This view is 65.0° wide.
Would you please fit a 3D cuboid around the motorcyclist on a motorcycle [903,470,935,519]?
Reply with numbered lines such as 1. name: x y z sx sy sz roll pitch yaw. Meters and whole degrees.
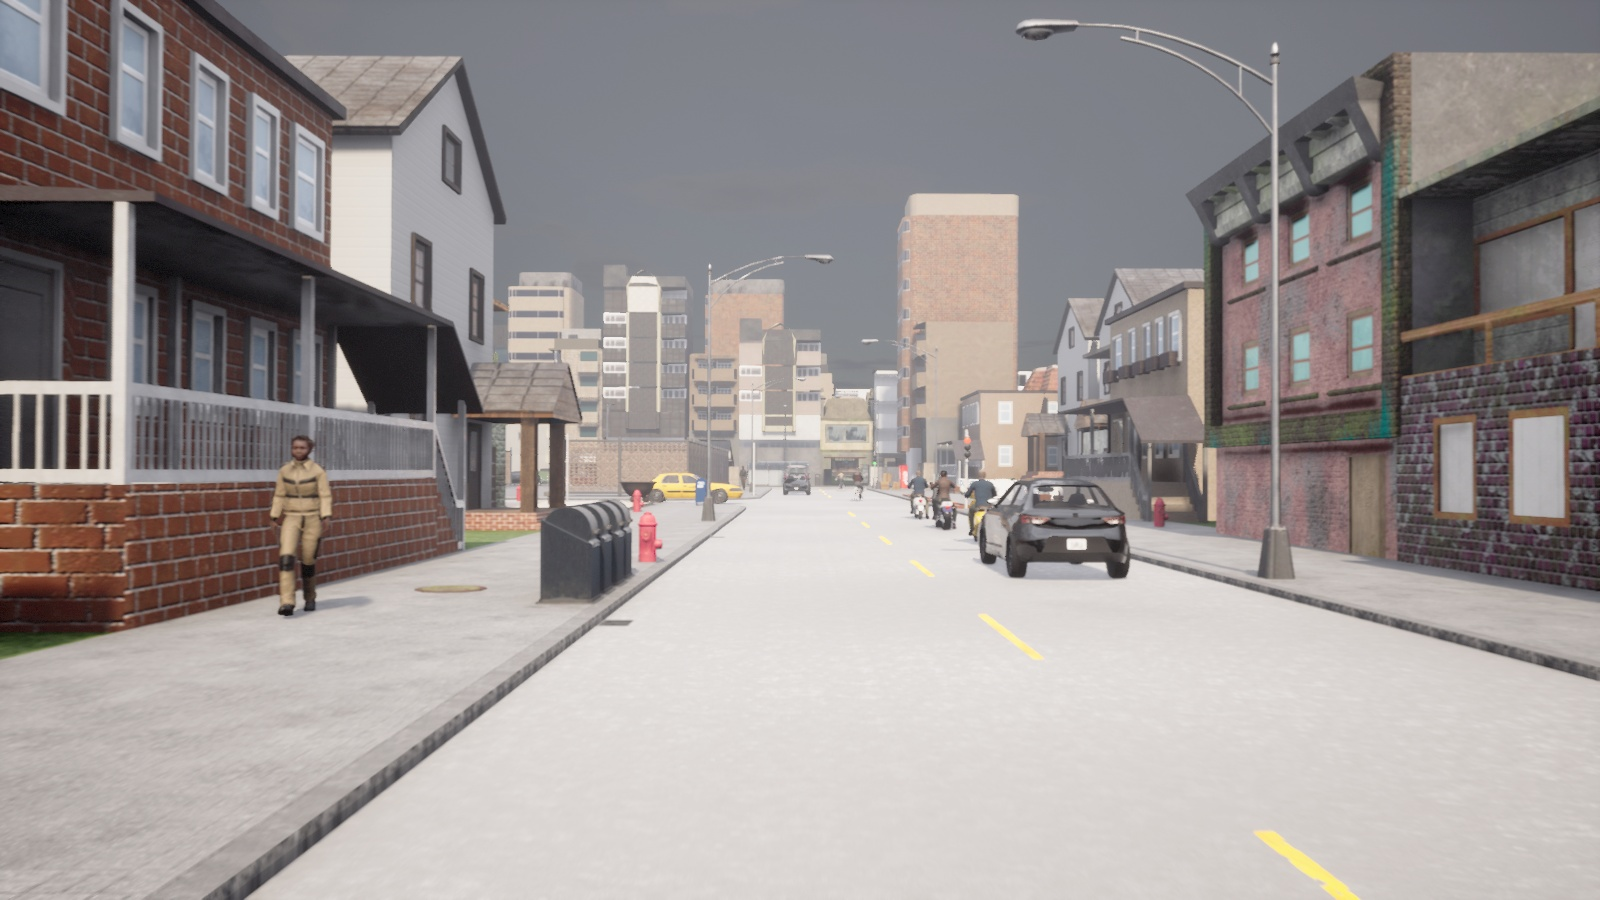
1. motorcyclist on a motorcycle: 3.904 1.446 41.440 0.866 1.590 1.817 0 -1 0

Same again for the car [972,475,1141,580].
1. car: 3.948 1.148 20.018 1.816 1.474 4.193 0 -1 0

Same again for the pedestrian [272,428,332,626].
1. pedestrian: -4.978 0.755 12.582 0.396 1.930 0.692 0 -1 -7

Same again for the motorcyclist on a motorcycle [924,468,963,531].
1. motorcyclist on a motorcycle: 3.911 1.325 34.372 0.766 1.649 2.350 0 -1 0

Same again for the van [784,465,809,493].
1. van: -0.223 2.099 91.453 1.775 1.987 4.442 0 -1 0

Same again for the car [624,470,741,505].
1. car: -5.494 1.769 59.262 5.366 1.575 1.801 0 -1 -1

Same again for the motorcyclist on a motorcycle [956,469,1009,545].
1. motorcyclist on a motorcycle: 3.929 1.208 27.216 0.866 1.590 1.817 0 -1 0

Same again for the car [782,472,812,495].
1. car: -0.168 2.215 82.784 1.816 1.474 4.193 0 -1 1
